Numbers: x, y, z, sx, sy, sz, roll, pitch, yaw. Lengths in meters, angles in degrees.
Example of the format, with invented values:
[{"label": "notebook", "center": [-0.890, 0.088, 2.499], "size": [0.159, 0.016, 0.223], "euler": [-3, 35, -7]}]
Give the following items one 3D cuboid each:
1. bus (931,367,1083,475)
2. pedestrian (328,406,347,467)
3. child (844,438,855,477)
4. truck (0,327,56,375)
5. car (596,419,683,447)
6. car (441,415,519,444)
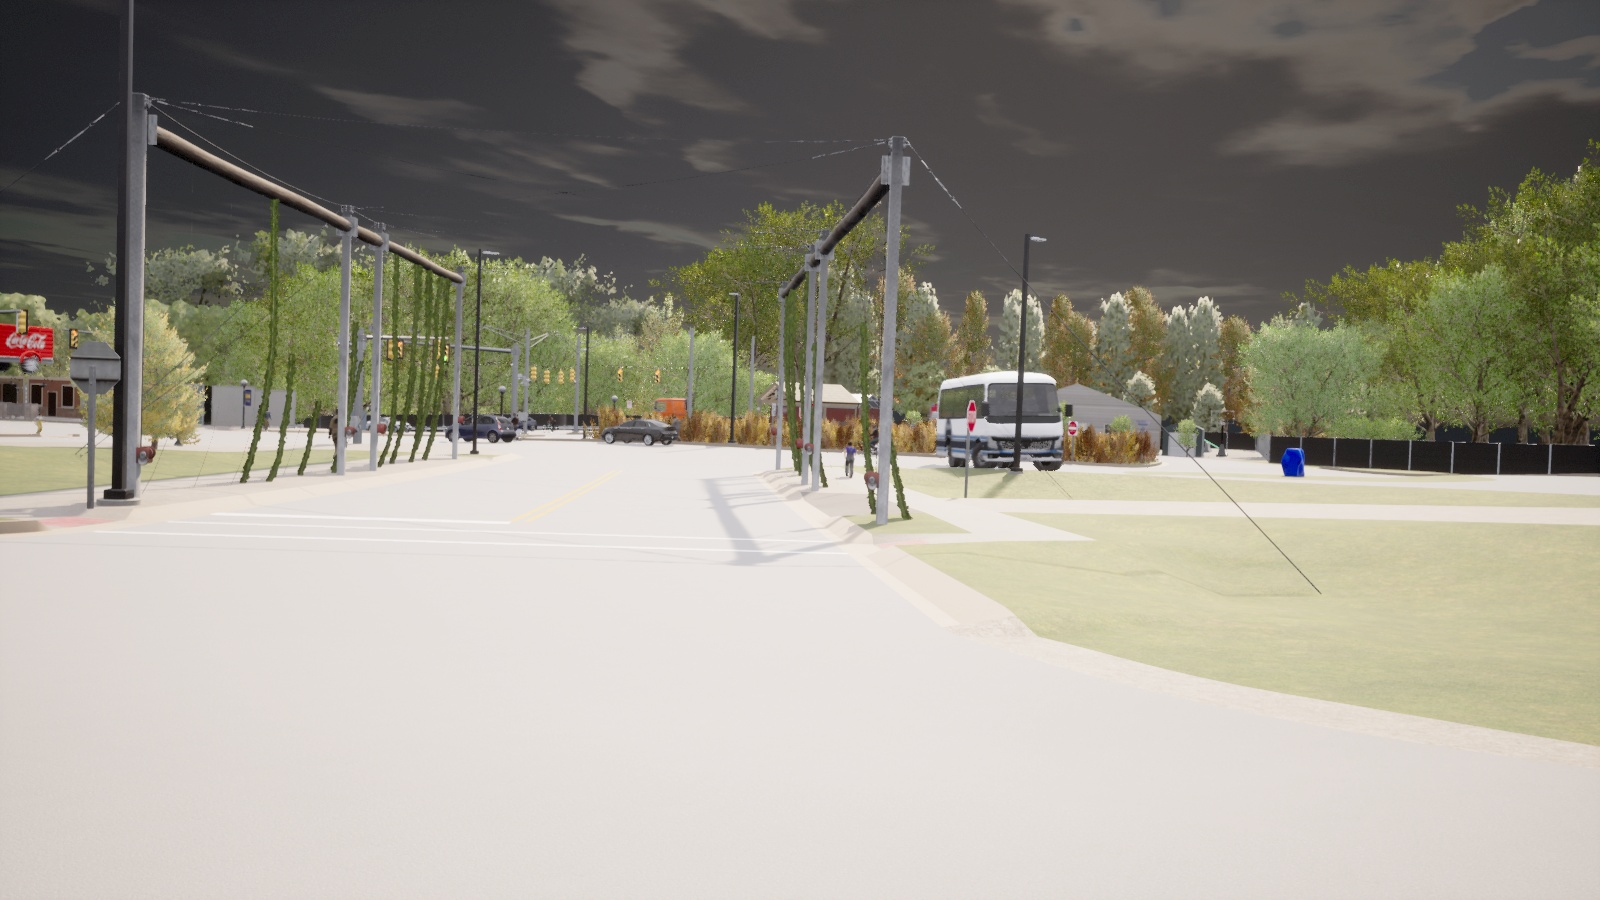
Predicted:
[{"label": "bus", "center": [8.727, -1.258, 54.687], "size": [3.944, 4.253, 10.273], "euler": [-1, 1, -6]}, {"label": "pedestrian", "center": [-14.915, -0.448, 40.500], "size": [0.396, 1.930, 0.692], "euler": [2, 2, -6]}, {"label": "child", "center": [1.637, 0.248, 41.571], "size": [0.270, 1.263, 0.437], "euler": [2, 2, -4]}, {"label": "truck", "center": [-43.538, -5.444, 67.822], "size": [2.627, 2.467, 5.204], "euler": [5, 3, 21]}, {"label": "car", "center": [-9.354, -1.013, 72.966], "size": [4.892, 1.490, 1.837], "euler": [2, 3, 31]}, {"label": "car", "center": [-18.533, -1.207, 72.726], "size": [3.988, 1.617, 1.851], "euler": [1, 2, 20]}]
